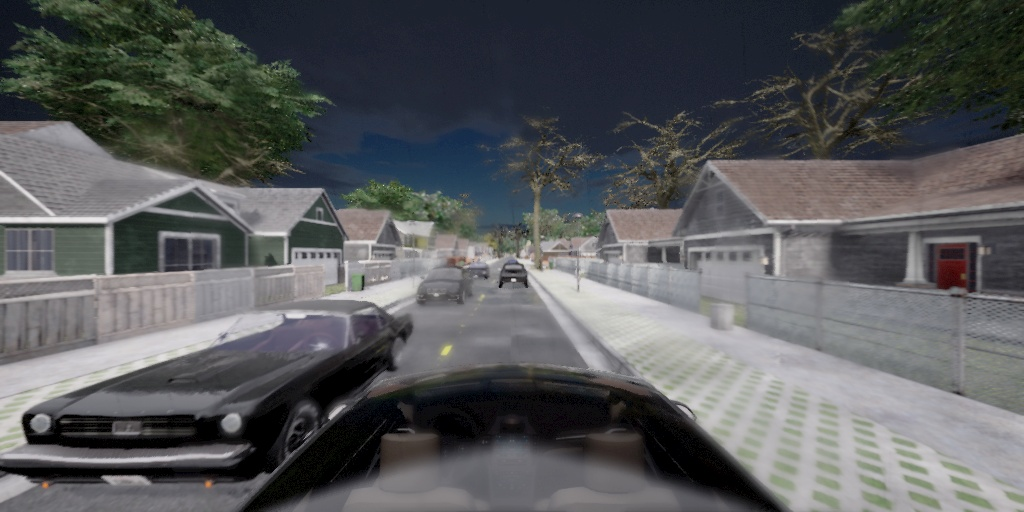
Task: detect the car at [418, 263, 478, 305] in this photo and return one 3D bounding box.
[{"bbox_3d":[-2.808,1.218,15.853,1.837,1.490,4.892,0,0,1],"label":"car"}]

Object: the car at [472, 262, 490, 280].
[{"bbox_3d":[-2.853,1.220,31.029,2.033,1.411,5.357,0,0,0],"label":"car"}]

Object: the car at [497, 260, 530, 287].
[{"bbox_3d":[0.098,1.196,23.839,1.837,1.490,4.892,0,0,0],"label":"car"}]

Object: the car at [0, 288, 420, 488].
[{"bbox_3d":[-2.845,1.343,4.850,1.895,1.301,4.718,0,0,0],"label":"car"}]
